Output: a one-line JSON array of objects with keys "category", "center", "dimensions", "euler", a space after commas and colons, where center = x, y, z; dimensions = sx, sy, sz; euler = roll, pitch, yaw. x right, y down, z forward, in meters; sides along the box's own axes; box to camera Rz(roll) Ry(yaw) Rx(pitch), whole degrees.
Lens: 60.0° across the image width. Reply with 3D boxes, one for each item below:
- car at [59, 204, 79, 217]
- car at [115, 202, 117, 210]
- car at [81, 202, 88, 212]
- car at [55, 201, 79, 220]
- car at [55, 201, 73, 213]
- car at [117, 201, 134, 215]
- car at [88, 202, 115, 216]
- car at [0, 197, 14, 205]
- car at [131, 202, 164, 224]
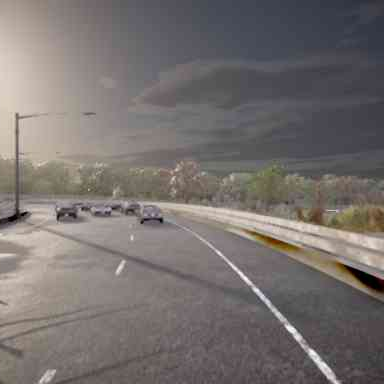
[{"category": "car", "center": [-14.103, 2.048, 37.934], "dimensions": [1.895, 1.301, 4.718], "euler": [0, -1, -23]}, {"category": "car", "center": [-11.555, 2.125, 49.627], "dimensions": [1.895, 1.301, 4.718], "euler": [0, -1, -28]}, {"category": "car", "center": [-14.809, 2.142, 48.302], "dimensions": [1.895, 1.301, 4.718], "euler": [0, -1, -28]}, {"category": "car", "center": [-12.326, 1.893, 32.889], "dimensions": [1.837, 1.490, 4.892], "euler": [0, -1, -19]}, {"category": "car", "center": [-18.237, 2.040, 47.309], "dimensions": [1.882, 1.535, 5.008], "euler": [0, 0, -28]}, {"category": "car", "center": [-7.355, 1.910, 39.888], "dimensions": [1.837, 1.490, 4.892], "euler": [0, -1, -23]}, {"category": "car", "center": [-10.583, 2.022, 38.553], "dimensions": [1.895, 1.301, 4.718], "euler": [0, -1, -23]}, {"category": "car", "center": [-46.476, 2.334, 82.613], "dimensions": [5.566, 2.045, 2.150], "euler": [-1, -1, 37]}, {"category": "car", "center": [-3.583, 1.816, 27.731], "dimensions": [2.033, 1.411, 5.357], "euler": [0, -1, -15]}]
